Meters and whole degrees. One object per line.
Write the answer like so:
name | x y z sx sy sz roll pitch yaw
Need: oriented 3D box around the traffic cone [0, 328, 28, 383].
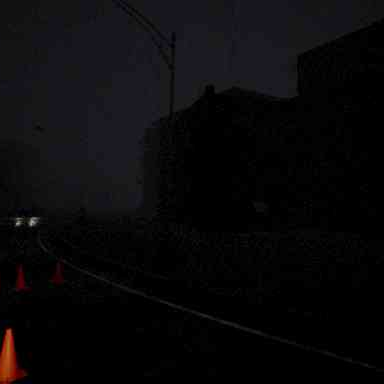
traffic cone | -2.313 2.026 4.202 0.340 0.580 0.340 0 -2 38

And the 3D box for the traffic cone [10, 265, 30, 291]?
traffic cone | -4.243 2.096 8.236 0.340 0.580 0.340 0 -2 38

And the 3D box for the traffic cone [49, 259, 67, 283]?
traffic cone | -3.629 2.128 9.025 0.340 0.580 0.340 0 -2 38

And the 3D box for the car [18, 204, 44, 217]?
car | -19.492 2.212 40.351 1.882 1.535 5.008 2 -2 -10
